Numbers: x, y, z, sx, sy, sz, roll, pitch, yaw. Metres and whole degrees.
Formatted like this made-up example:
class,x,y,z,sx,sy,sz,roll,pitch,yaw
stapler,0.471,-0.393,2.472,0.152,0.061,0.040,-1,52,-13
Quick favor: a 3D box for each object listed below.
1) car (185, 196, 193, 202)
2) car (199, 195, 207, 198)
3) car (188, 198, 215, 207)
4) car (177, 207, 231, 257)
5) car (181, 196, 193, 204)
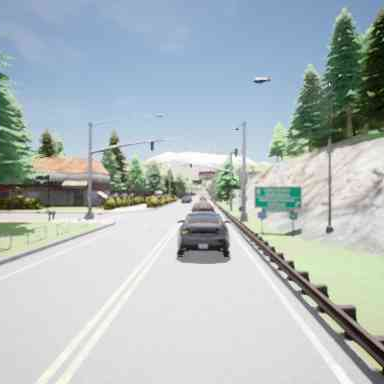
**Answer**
class,x,y,z,sx,sy,sz,roll,pitch,yaw
car,-0.784,1.764,84.019,1.812,1.442,4.674,0,0,2
car,2.526,1.525,78.170,1.882,1.535,5.008,0,0,2
car,0.853,1.561,27.320,1.882,1.535,5.008,0,0,0
car,0.459,1.544,13.183,1.837,1.490,4.892,0,-1,2
car,-1.294,1.698,68.479,1.837,1.490,4.892,0,0,2
